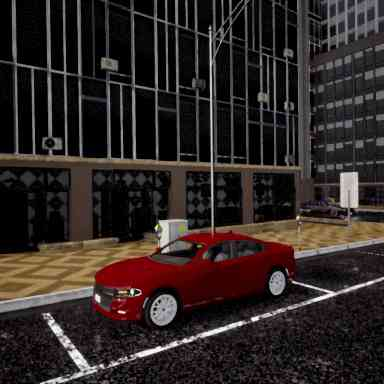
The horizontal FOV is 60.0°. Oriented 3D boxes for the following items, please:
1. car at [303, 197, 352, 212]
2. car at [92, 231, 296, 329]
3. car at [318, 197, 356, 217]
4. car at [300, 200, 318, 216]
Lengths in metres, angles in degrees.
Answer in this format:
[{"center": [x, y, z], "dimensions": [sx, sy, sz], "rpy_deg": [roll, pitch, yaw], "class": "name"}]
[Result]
[{"center": [14.898, 1.276, 36.726], "dimensions": [1.752, 1.417, 4.829], "rpy_deg": [-1, 1, -35], "class": "car"}, {"center": [0.246, 1.544, 6.900], "dimensions": [4.507, 1.381, 1.887], "rpy_deg": [0, -1, -35], "class": "car"}, {"center": [12.094, 1.423, 30.646], "dimensions": [2.033, 1.411, 5.357], "rpy_deg": [-1, 1, -35], "class": "car"}, {"center": [8.904, 1.452, 30.775], "dimensions": [2.008, 1.369, 4.403], "rpy_deg": [-1, 1, -35], "class": "car"}]
